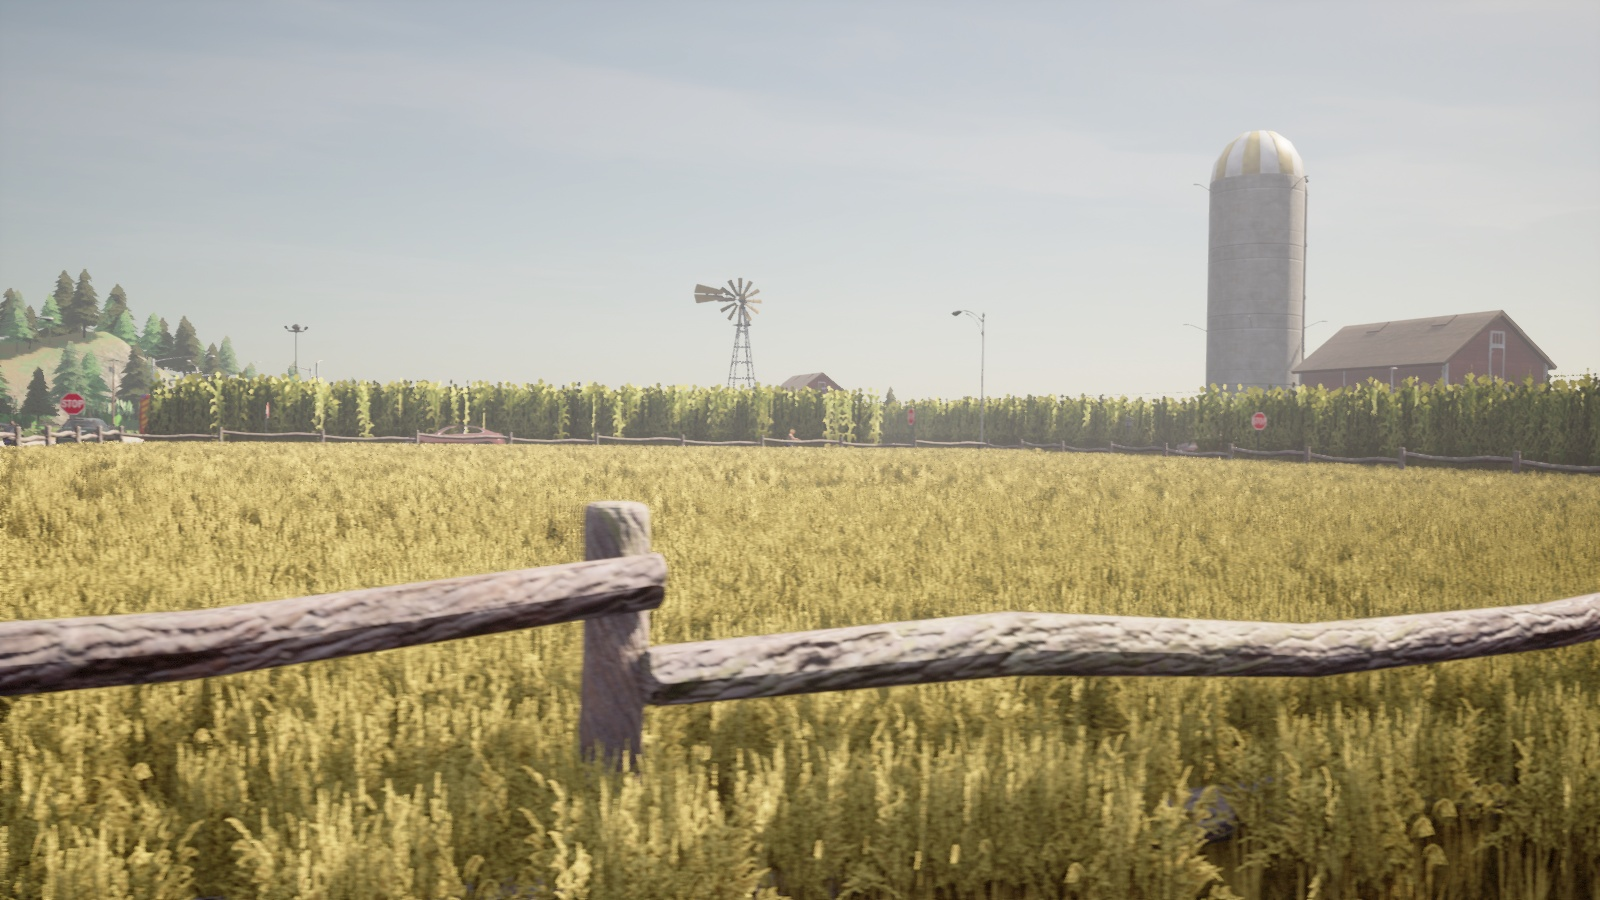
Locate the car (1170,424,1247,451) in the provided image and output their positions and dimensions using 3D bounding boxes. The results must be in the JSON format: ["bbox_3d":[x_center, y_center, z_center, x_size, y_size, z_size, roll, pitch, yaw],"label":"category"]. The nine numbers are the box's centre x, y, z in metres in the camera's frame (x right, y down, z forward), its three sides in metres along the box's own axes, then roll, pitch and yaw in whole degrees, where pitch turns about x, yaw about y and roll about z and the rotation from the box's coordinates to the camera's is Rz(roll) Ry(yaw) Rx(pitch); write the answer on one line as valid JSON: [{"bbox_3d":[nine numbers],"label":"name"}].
[{"bbox_3d":[24.395,-0.737,75.030,3.988,1.617,1.851,0,1,-17],"label":"car"}]

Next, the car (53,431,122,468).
[{"bbox_3d":[-35.721,-0.036,63.094,2.097,1.767,4.553,-1,1,-18],"label":"car"}]

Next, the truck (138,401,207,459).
[{"bbox_3d":[-43.256,-1.358,86.811,2.891,3.827,8.468,-1,1,-18],"label":"truck"}]

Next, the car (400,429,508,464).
[{"bbox_3d":[-17.088,-0.215,61.987,5.027,1.651,2.152,-1,1,-18],"label":"car"}]
